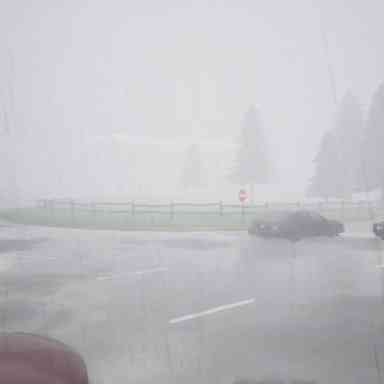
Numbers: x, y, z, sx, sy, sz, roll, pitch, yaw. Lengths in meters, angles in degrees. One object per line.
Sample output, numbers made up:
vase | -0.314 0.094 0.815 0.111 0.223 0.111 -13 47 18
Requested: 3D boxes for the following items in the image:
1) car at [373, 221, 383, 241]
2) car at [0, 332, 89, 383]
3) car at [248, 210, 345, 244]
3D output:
car | 10.501 1.616 15.537 4.718 1.301 1.895 0 0 -36
car | -2.895 1.524 1.681 4.674 1.442 1.812 0 0 -36
car | 5.119 1.559 15.997 5.357 1.411 2.033 0 0 -36
